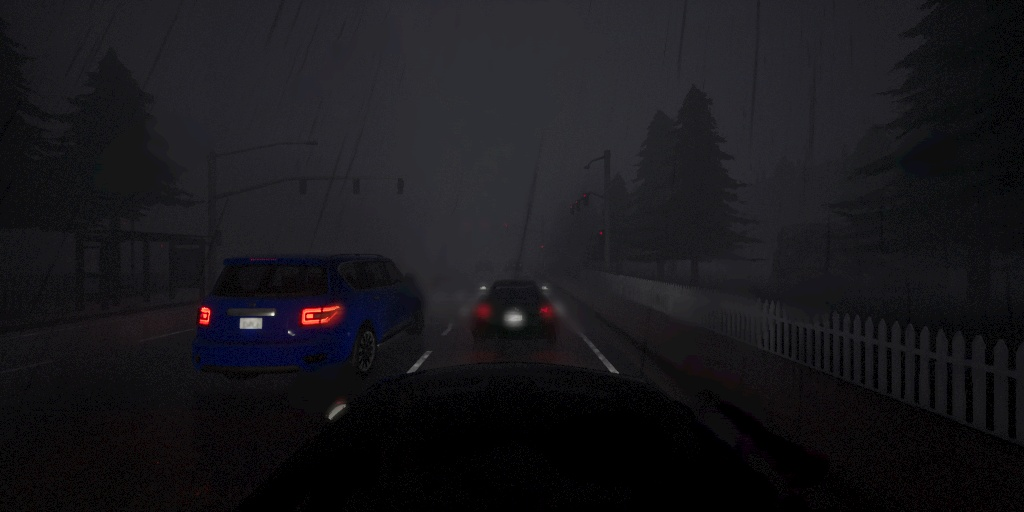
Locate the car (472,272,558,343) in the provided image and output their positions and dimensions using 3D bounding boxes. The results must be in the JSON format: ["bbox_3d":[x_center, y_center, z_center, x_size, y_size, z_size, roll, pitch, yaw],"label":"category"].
[{"bbox_3d":[0.091,1.314,9.664,1.994,1.385,4.181,0,0,1],"label":"car"}]

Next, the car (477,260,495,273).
[{"bbox_3d":[-3.223,1.244,43.784,2.128,1.511,4.902,0,0,0],"label":"car"}]

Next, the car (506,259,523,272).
[{"bbox_3d":[0.280,1.103,44.295,2.097,1.767,4.553,0,0,0],"label":"car"}]

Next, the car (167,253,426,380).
[{"bbox_3d":[-3.403,0.972,7.385,2.150,2.045,5.566,0,0,0],"label":"car"}]
